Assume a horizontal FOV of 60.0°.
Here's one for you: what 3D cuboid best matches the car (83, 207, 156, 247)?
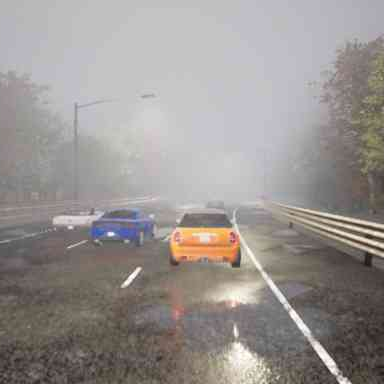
[{"bbox_3d":[-2.838,1.424,14.779,1.882,1.535,5.008,0,-1,4],"label":"car"}]

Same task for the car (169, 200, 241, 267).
[{"bbox_3d":[0.480,1.322,11.448,2.097,1.767,4.553,0,1,3],"label":"car"}]

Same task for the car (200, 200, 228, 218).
[{"bbox_3d":[2.106,1.460,30.044,2.033,1.411,5.357,0,0,9],"label":"car"}]

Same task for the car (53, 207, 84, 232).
[{"bbox_3d":[-6.037,1.521,19.222,1.895,1.301,4.718,0,0,4],"label":"car"}]
